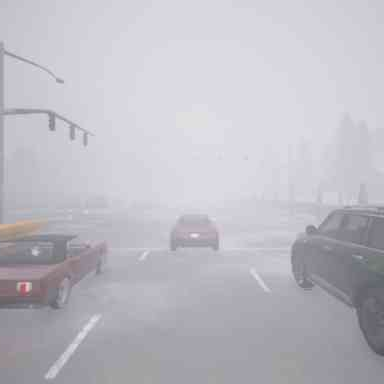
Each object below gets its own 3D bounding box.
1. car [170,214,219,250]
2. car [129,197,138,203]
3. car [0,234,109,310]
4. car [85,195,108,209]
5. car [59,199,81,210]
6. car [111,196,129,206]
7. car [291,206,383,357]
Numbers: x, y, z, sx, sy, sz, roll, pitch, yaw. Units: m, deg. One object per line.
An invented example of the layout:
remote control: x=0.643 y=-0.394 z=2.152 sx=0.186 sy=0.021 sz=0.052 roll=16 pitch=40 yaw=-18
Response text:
car: x=0.105 y=1.644 z=14.730 sx=1.994 sy=1.385 sz=4.181 roll=0 pitch=0 yaw=0
car: x=-13.969 y=1.964 z=78.217 sx=1.994 sy=1.385 sz=4.181 roll=0 pitch=0 yaw=0
car: x=-3.397 y=1.644 z=7.845 sx=1.895 sy=1.301 sz=4.718 roll=0 pitch=0 yaw=0
car: x=-14.064 y=1.482 z=49.408 sx=2.150 sy=2.045 sz=5.566 roll=0 pitch=0 yaw=-1
car: x=-17.555 y=1.761 z=48.168 sx=1.837 sy=1.490 sz=4.892 roll=0 pitch=0 yaw=0
car: x=-13.987 y=1.906 z=63.967 sx=1.994 sy=1.385 sz=4.181 roll=0 pitch=0 yaw=0
car: x=3.602 y=1.255 z=6.200 sx=2.150 sy=2.045 sz=5.566 roll=0 pitch=0 yaw=0
